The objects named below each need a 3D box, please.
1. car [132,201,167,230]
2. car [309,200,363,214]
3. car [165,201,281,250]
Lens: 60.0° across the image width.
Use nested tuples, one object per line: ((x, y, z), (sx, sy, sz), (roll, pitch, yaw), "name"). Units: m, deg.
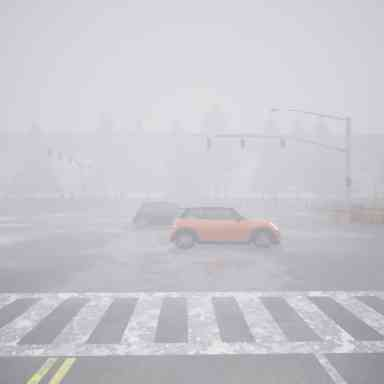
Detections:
((-1.396, 1.352, 20.795), (4.553, 1.767, 2.097), (0, 0, -2), "car")
((15.408, 1.547, 35.515), (5.357, 1.411, 2.033), (0, 0, -2), "car")
((1.317, 1.352, 13.874), (4.553, 1.767, 2.097), (0, 0, -2), "car")
